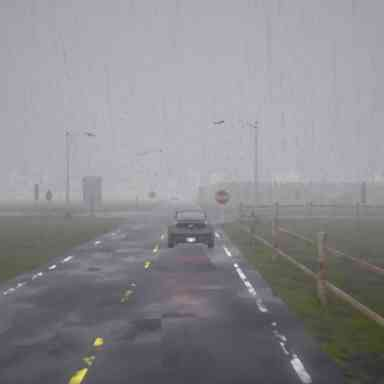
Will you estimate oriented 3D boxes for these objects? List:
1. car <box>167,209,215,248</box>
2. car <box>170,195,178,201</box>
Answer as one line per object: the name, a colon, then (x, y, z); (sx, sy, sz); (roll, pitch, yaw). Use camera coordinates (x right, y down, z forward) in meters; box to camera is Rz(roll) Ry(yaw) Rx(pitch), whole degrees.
car: (-0.053, 1.512, 14.690); (1.837, 1.490, 4.892); (0, 0, 0)
car: (-4.309, 1.465, 80.769); (2.033, 1.411, 5.357); (0, 0, -2)
